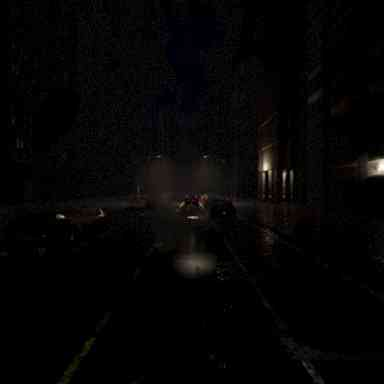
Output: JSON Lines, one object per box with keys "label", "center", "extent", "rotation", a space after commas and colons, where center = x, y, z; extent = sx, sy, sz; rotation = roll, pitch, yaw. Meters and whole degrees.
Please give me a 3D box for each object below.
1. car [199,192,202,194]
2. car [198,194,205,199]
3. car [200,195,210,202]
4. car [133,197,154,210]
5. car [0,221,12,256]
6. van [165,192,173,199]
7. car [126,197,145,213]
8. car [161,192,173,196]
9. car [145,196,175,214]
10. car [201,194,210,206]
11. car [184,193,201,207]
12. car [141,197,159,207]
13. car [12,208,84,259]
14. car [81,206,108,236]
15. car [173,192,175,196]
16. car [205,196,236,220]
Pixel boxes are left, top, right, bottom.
{"label": "car", "center": [2.651, 1.137, 63.481], "extent": [1.967, 1.590, 4.097], "rotation": [0, 0, 0]}
{"label": "car", "center": [2.602, 1.157, 91.870], "extent": [1.802, 1.307, 4.206], "rotation": [0, 0, 0]}
{"label": "car", "center": [2.642, 1.238, 69.159], "extent": [1.947, 1.339, 4.313], "rotation": [0, 0, 0]}
{"label": "car", "center": [-5.834, 1.342, 40.752], "extent": [1.887, 1.381, 4.507], "rotation": [0, 0, 0]}
{"label": "car", "center": [-5.774, 1.491, 6.518], "extent": [1.752, 1.417, 4.829], "rotation": [0, 0, 0]}
{"label": "van", "center": [-5.913, 0.941, 86.170], "extent": [1.690, 1.788, 3.998], "rotation": [0, 0, 0]}
{"label": "car", "center": [-5.824, 1.350, 34.905], "extent": [1.752, 1.417, 4.829], "rotation": [0, 0, 0]}
{"label": "car", "center": [-5.893, 1.088, 74.815], "extent": [1.967, 1.590, 4.097], "rotation": [0, 0, 0]}
{"label": "car", "center": [-3.157, 1.377, 33.775], "extent": [2.033, 1.411, 5.357], "rotation": [0, 0, 0]}
{"label": "car", "center": [2.681, 1.212, 46.448], "extent": [1.967, 1.590, 4.097], "rotation": [0, 0, 0]}
{"label": "car", "center": [-0.059, 1.276, 46.915], "extent": [1.837, 1.490, 4.892], "rotation": [0, 1, 0]}
{"label": "car", "center": [-5.844, 1.338, 46.430], "extent": [1.947, 1.339, 4.313], "rotation": [0, 0, 0]}
{"label": "car", "center": [-5.784, 1.502, 12.366], "extent": [1.947, 1.339, 4.313], "rotation": [0, 0, 0]}
{"label": "car", "center": [-5.794, 1.433, 17.872], "extent": [1.752, 1.417, 4.829], "rotation": [0, 0, 0]}
{"label": "car", "center": [-5.903, 1.174, 80.493], "extent": [2.008, 1.369, 4.403], "rotation": [0, 0, 0]}
{"label": "car", "center": [2.314, 1.343, 26.267], "extent": [1.882, 1.535, 5.008], "rotation": [0, 0, 0]}
